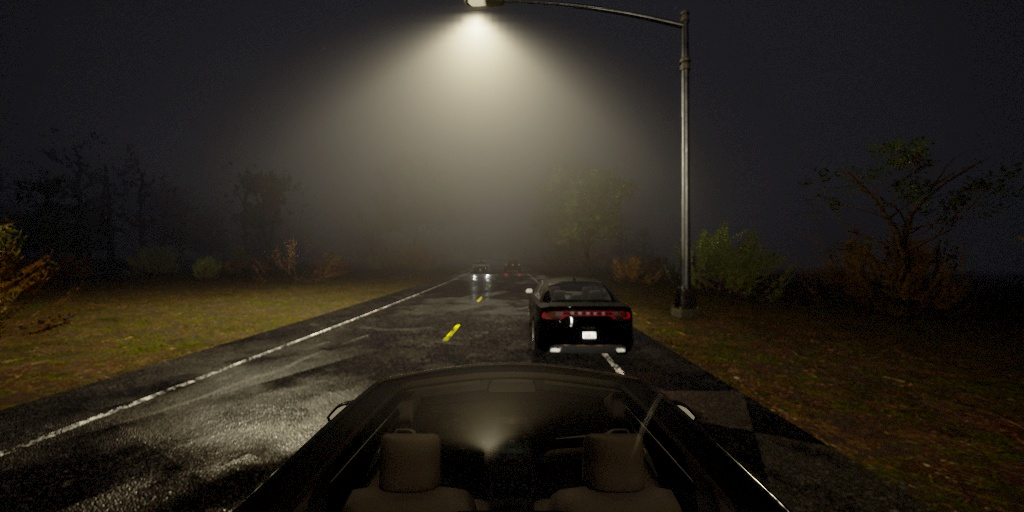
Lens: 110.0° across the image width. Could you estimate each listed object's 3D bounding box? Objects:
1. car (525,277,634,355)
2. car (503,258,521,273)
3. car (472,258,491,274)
[{"bbox_3d":[1.386,1.239,8.742,1.882,1.535,5.008,0,0,1],"label":"car"},{"bbox_3d":[0.026,1.153,45.729,2.097,1.767,4.553,0,0,-1],"label":"car"},{"bbox_3d":[-3.585,1.309,42.349,1.837,1.490,4.892,0,0,-1],"label":"car"}]
